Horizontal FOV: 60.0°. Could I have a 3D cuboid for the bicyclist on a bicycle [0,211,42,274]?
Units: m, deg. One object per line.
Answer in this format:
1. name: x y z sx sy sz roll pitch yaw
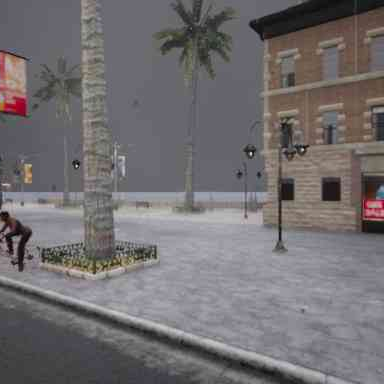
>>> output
1. bicyclist on a bicycle: -4.647 1.304 8.569 0.582 1.620 1.656 0 1 35
